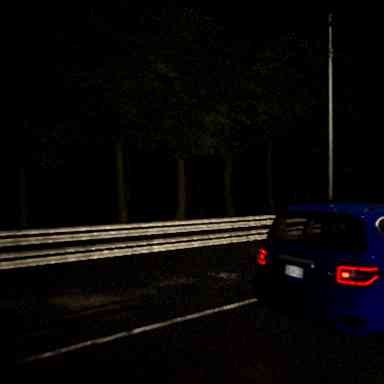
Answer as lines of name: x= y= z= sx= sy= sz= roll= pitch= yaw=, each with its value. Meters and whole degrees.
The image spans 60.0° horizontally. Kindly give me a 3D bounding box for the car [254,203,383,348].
car: x=3.647 y=1.221 z=6.279 sx=5.566 sy=2.045 sz=2.150 roll=0 pitch=0 yaw=-35
